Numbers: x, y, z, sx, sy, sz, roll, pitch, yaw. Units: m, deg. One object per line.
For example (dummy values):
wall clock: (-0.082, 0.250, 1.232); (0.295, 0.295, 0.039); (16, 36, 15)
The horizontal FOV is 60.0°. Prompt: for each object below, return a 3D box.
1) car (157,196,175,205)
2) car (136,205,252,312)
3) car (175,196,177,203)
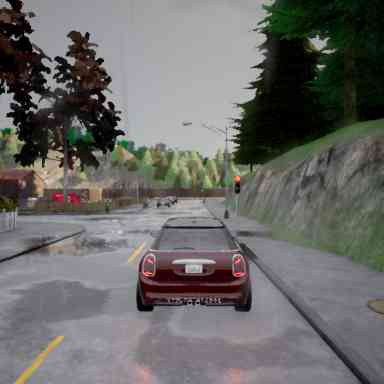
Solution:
car: (-4.087, 1.491, 49.060); (2.128, 1.511, 4.902); (0, 0, 0)
car: (0.055, 1.352, 7.891); (2.097, 1.767, 4.553); (0, 0, 1)
car: (-4.064, 1.526, 59.090); (1.812, 1.442, 4.674); (0, 0, 0)
